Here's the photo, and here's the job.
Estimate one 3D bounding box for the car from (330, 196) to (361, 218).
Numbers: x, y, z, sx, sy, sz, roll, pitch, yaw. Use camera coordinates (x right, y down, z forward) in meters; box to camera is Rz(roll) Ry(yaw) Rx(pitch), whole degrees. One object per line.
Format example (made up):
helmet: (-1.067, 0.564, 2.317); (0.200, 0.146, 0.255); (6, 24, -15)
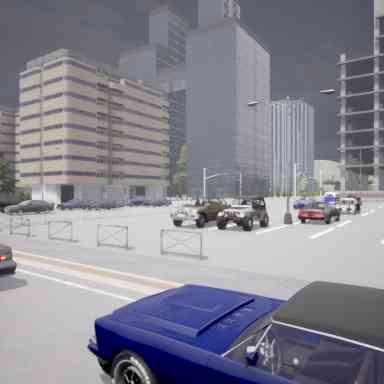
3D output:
car: (15.066, 1.395, 32.211); (1.970, 1.475, 3.806); (0, 0, 34)

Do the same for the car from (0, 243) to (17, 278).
car: (-6.692, 1.547, 8.682); (5.357, 1.411, 2.033); (0, 0, 35)

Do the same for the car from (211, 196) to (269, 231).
car: (3.042, 1.156, 19.256); (1.905, 1.878, 3.866); (0, 0, 34)

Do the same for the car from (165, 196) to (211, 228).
car: (0.675, 1.153, 20.922); (1.932, 1.855, 4.605); (0, 0, 34)

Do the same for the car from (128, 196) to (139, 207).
car: (-8.846, 1.352, 50.909); (2.097, 1.767, 4.553); (0, 0, 35)

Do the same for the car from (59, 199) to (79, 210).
car: (-14.522, 1.547, 42.513); (2.033, 1.411, 5.357); (0, 0, 34)

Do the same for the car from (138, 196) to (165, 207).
car: (-5.162, 1.547, 50.154); (2.033, 1.411, 5.357); (0, 0, 34)

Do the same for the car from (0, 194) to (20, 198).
car: (-20.232, 1.222, 34.003); (2.150, 2.045, 5.566); (0, 0, 34)

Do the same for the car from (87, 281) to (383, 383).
car: (1.154, 1.601, 3.167); (4.718, 1.301, 1.895); (0, 0, 35)

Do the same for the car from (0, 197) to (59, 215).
car: (-16.284, 1.526, 33.566); (1.812, 1.442, 4.674); (0, 0, 34)

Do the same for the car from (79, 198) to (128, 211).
car: (-10.954, 1.547, 41.538); (2.033, 1.411, 5.357); (0, 0, 34)

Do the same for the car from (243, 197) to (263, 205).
car: (11.381, 1.601, 61.926); (1.895, 1.301, 4.718); (0, 0, 35)
